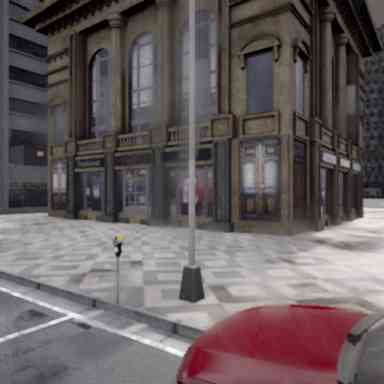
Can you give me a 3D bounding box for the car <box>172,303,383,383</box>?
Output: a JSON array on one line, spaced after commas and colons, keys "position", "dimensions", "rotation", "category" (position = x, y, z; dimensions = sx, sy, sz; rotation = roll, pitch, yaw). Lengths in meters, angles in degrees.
[{"position": [2.108, 1.317, 1.453], "dimensions": [5.009, 1.841, 2.192], "rotation": [0, 0, 36], "category": "car"}]
